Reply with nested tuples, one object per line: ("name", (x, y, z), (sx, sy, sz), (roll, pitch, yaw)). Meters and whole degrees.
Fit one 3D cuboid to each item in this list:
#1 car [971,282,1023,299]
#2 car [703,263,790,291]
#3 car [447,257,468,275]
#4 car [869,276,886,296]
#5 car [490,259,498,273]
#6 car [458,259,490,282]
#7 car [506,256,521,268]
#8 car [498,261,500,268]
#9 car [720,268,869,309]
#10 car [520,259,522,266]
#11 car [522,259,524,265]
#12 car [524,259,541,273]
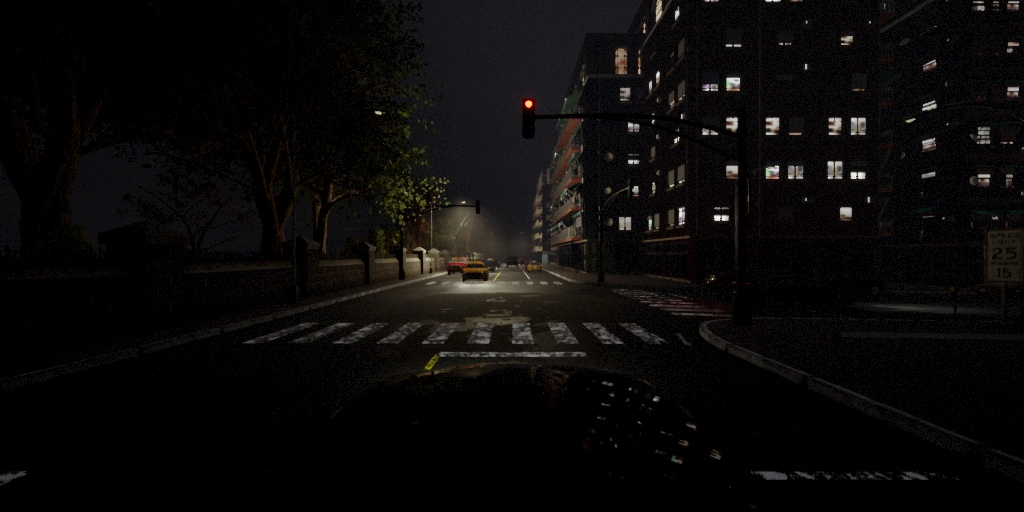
("car", (31.533, 1.857, 22.184), (4.829, 1.417, 1.751), (0, 0, 0))
("car", (14.617, 1.338, 22.146), (5.009, 1.841, 2.192), (0, 0, 0))
("car", (-5.657, 1.070, 38.748), (2.192, 1.841, 5.009), (0, 0, 0))
("car", (20.312, 1.671, 22.159), (4.507, 1.381, 1.888), (0, 0, 0))
("car", (-3.060, 1.283, 43.530), (1.812, 1.442, 4.674), (0, 0, 0))
("car", (-2.932, 1.229, 28.857), (1.882, 1.535, 5.008), (0, 0, -3))
("car", (0.055, 0.993, 63.674), (2.150, 2.045, 5.566), (0, 0, 0))
("car", (-3.015, 1.333, 60.702), (1.994, 1.385, 4.181), (0, 0, 0))
("car", (12.759, 1.506, 16.478), (4.902, 1.511, 2.128), (1, 0, 2))
("car", (2.737, 1.316, 55.347), (2.007, 1.370, 4.403), (0, 0, 0))
("car", (2.733, 1.307, 49.811), (1.888, 1.381, 4.507), (0, 0, 0))
("car", (2.728, 1.283, 44.447), (1.751, 1.417, 4.829), (0, 0, 0))
